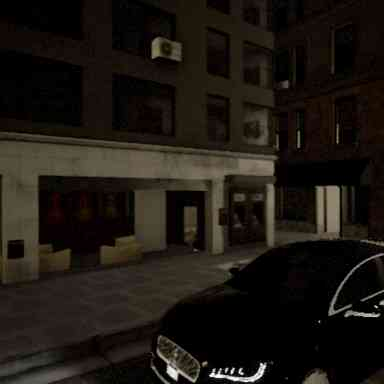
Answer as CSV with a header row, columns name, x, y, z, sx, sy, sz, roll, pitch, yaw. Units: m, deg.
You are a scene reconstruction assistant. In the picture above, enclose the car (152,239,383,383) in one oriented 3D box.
name,x,y,z,sx,sy,sz,roll,pitch,yaw
car,1.793,1.498,4.630,4.892,1.490,1.837,0,0,-35
